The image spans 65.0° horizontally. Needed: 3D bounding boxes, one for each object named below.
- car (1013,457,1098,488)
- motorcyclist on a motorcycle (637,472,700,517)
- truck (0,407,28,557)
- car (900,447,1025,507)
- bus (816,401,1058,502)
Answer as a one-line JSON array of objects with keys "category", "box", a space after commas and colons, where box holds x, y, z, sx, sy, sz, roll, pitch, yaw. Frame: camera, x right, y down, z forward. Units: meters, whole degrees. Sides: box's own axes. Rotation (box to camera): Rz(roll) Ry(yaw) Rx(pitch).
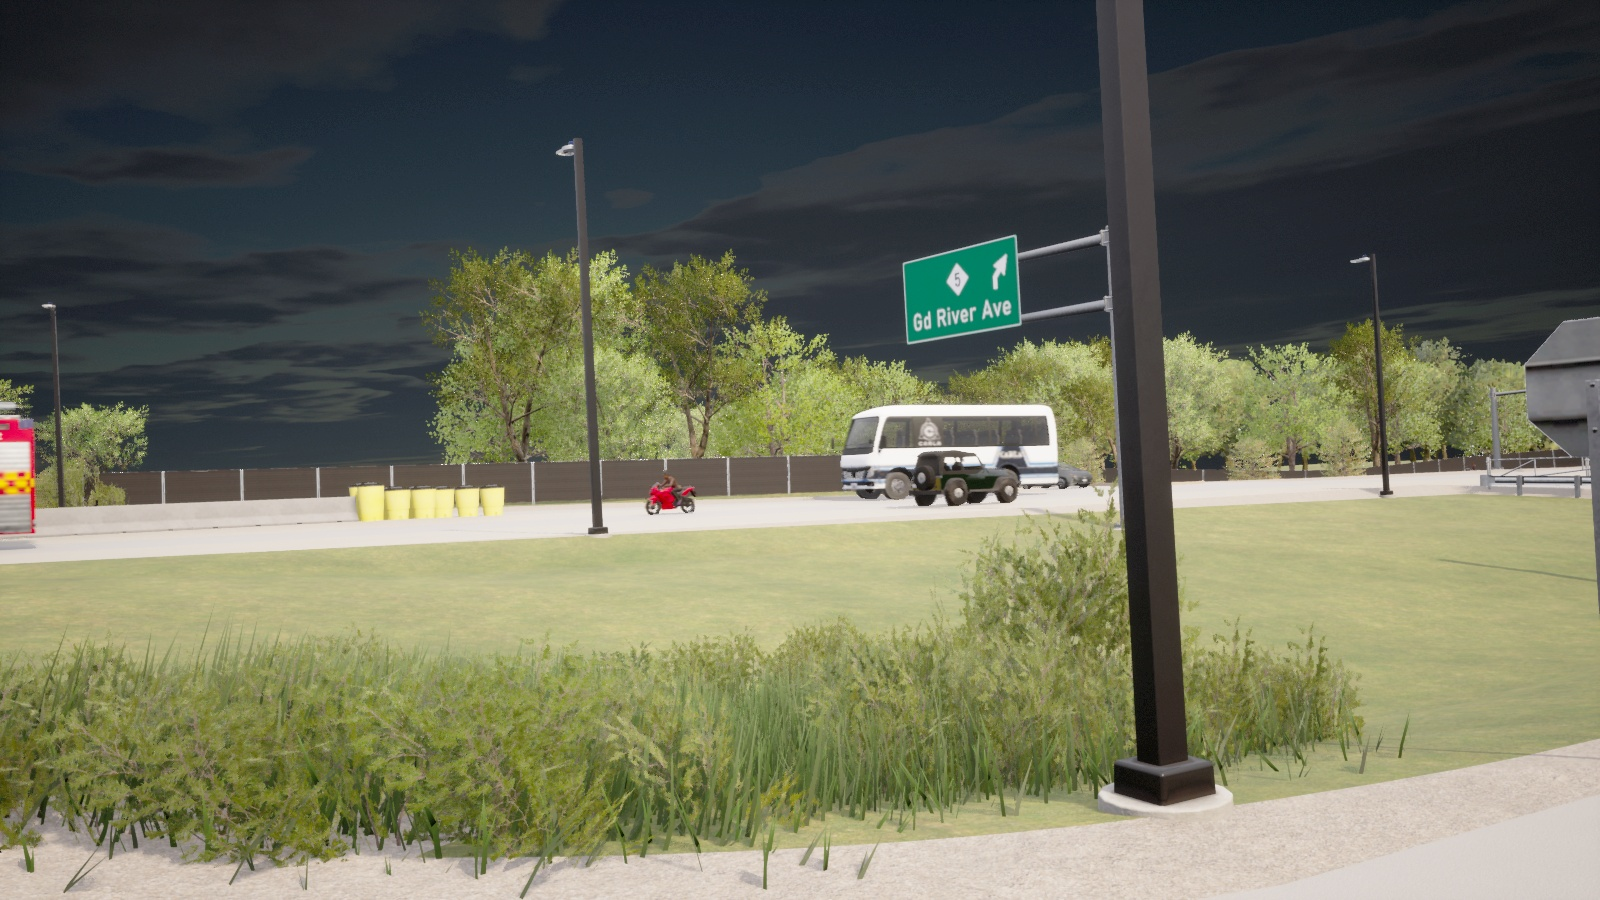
[{"category": "car", "box": [14.480, 1.300, 71.285, 2.007, 1.525, 4.514, -2, -1, -35]}, {"category": "motorcyclist on a motorcycle", "box": [-4.640, 1.571, 44.440, 2.044, 1.523, 0.797, -2, -2, -35]}, {"category": "truck", "box": [-24.157, 0.952, 30.999, 8.468, 3.827, 2.891, -2, -2, -35]}, {"category": "car", "box": [5.572, 0.904, 43.012, 3.866, 1.878, 1.905, -2, -2, -35]}, {"category": "bus", "box": [6.314, 0.032, 57.611, 10.273, 4.253, 3.944, -1, -1, -24]}]
